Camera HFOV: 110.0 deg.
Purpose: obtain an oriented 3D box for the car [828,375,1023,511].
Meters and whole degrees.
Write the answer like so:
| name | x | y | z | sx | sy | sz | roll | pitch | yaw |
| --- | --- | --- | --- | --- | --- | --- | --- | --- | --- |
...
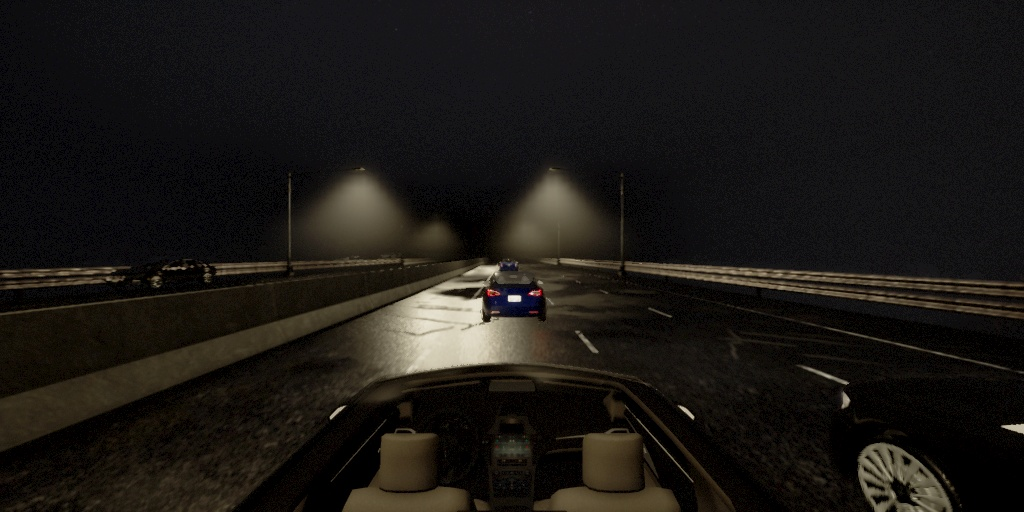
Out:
| name | x | y | z | sx | sy | sz | roll | pitch | yaw |
| --- | --- | --- | --- | --- | --- | --- | --- | --- | --- |
| car | 3.593 | 1.240 | 1.009 | 2.128 | 1.511 | 4.902 | 0 | 0 | 0 |

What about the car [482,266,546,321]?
| name | x | y | z | sx | sy | sz | roll | pitch | yaw |
| --- | --- | --- | --- | --- | --- | --- | --- | --- | --- |
| car | 0.054 | 1.252 | 12.498 | 2.163 | 1.488 | 4.792 | 0 | 0 | 0 |

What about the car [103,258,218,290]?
| name | x | y | z | sx | sy | sz | roll | pitch | yaw |
| --- | --- | --- | --- | --- | --- | --- | --- | --- | --- |
| car | -17.585 | 0.866 | 18.276 | 1.837 | 1.490 | 4.892 | 0 | 0 | -1 |

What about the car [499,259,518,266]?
| name | x | y | z | sx | sy | sz | roll | pitch | yaw |
| --- | --- | --- | --- | --- | --- | --- | --- | --- | --- |
| car | -0.376 | 1.070 | 41.727 | 2.097 | 1.767 | 4.553 | 0 | 0 | -1 |
